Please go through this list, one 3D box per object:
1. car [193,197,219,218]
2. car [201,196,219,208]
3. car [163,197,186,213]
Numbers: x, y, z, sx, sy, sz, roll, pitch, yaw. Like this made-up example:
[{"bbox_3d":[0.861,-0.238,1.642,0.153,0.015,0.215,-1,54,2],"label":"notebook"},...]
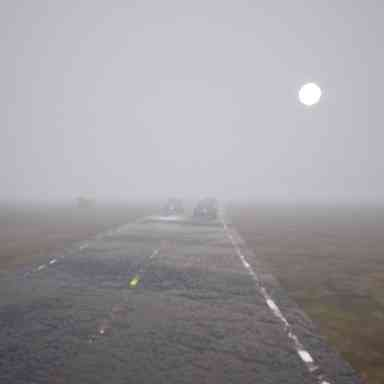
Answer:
[{"bbox_3d":[1.130,1.386,27.755,1.994,1.385,4.181,0,0,4],"label":"car"},{"bbox_3d":[2.366,1.289,42.850,1.994,1.385,4.181,0,0,6],"label":"car"},{"bbox_3d":[-1.682,1.276,33.201,2.128,1.511,4.902,0,0,5],"label":"car"}]
